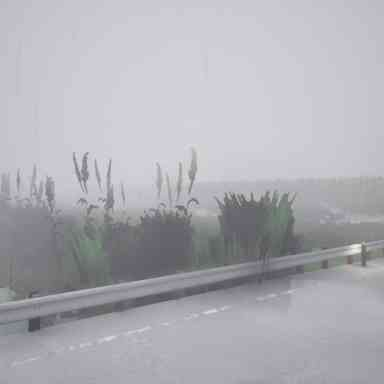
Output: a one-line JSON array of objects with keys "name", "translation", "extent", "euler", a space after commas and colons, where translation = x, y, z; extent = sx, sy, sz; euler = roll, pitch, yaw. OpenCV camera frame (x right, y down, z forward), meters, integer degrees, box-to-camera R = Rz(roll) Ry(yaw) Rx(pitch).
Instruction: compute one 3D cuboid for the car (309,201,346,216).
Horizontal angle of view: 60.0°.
[{"name": "car", "translation": [10.878, 1.574, 29.024], "extent": [2.097, 1.767, 4.553], "euler": [-1, 1, -43]}]
